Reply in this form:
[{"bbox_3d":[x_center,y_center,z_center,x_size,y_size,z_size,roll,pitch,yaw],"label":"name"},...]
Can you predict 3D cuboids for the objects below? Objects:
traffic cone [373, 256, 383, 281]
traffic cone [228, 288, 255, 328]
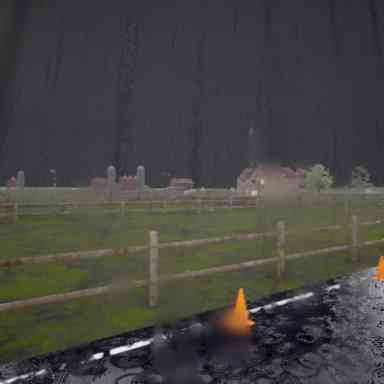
[{"bbox_3d":[4.924,1.958,8.616,0.340,0.580,0.340,0,0,-35],"label":"traffic cone"},{"bbox_3d":[0.846,1.956,5.723,0.340,0.580,0.340,0,0,-35],"label":"traffic cone"}]
